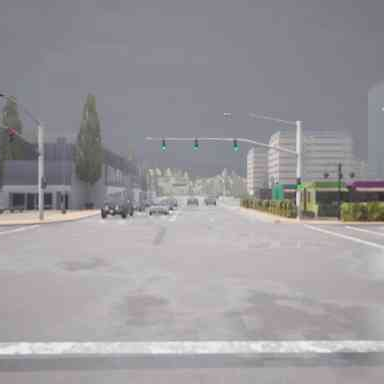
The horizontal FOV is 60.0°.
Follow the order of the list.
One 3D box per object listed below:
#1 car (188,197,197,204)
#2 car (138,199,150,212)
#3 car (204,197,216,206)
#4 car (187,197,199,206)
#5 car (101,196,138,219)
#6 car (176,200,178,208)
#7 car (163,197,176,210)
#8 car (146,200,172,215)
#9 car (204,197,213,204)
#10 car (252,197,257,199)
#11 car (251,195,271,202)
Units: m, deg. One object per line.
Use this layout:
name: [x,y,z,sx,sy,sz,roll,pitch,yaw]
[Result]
car: [0.112,1.887,73.539,1.882,1.535,5.008,0,0,0]
car: [-7.037,1.725,41.956,2.128,1.511,4.902,0,0,0]
car: [3.594,1.844,63.269,2.128,1.511,4.902,0,0,0]
car: [0.191,1.707,63.760,2.097,1.767,4.553,0,0,0]
car: [-7.066,1.400,32.069,2.150,2.045,5.566,0,0,1]
car: [-3.501,1.661,55.582,2.097,1.767,4.553,0,0,0]
car: [-3.530,1.759,45.718,1.837,1.490,4.892,0,0,0]
car: [-3.547,1.804,36.403,1.895,1.301,4.718,0,0,0]
car: [3.609,1.806,73.545,1.812,1.442,4.674,0,0,0]
car: [17.913,1.622,83.522,3.866,1.878,1.905,0,0,-1]
car: [17.897,1.635,86.417,4.605,1.855,1.932,0,0,-1]
